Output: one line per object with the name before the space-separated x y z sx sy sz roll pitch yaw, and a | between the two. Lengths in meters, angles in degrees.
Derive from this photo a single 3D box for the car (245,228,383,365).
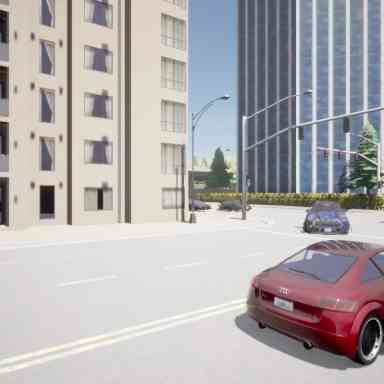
car | 2.947 1.564 5.881 4.181 1.385 1.994 0 0 -35

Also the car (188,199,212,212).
car | 0.101 1.547 39.374 2.033 1.411 5.357 0 0 -35

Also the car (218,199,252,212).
car | 4.966 1.564 38.507 1.994 1.385 4.181 0 0 -35

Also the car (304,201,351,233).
car | 7.756 1.352 19.116 2.097 1.767 4.553 -1 0 21
